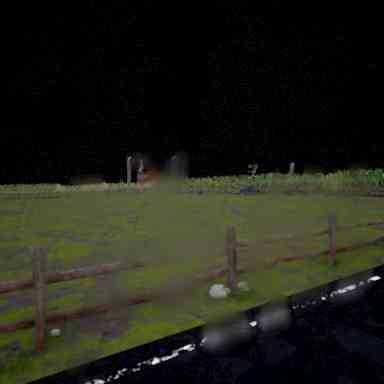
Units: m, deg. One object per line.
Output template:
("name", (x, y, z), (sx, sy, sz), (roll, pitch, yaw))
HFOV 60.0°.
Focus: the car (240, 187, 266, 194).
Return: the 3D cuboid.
("car", (11.271, -0.271, 61.950), (2.033, 1.411, 5.357), (-1, 1, -34))
